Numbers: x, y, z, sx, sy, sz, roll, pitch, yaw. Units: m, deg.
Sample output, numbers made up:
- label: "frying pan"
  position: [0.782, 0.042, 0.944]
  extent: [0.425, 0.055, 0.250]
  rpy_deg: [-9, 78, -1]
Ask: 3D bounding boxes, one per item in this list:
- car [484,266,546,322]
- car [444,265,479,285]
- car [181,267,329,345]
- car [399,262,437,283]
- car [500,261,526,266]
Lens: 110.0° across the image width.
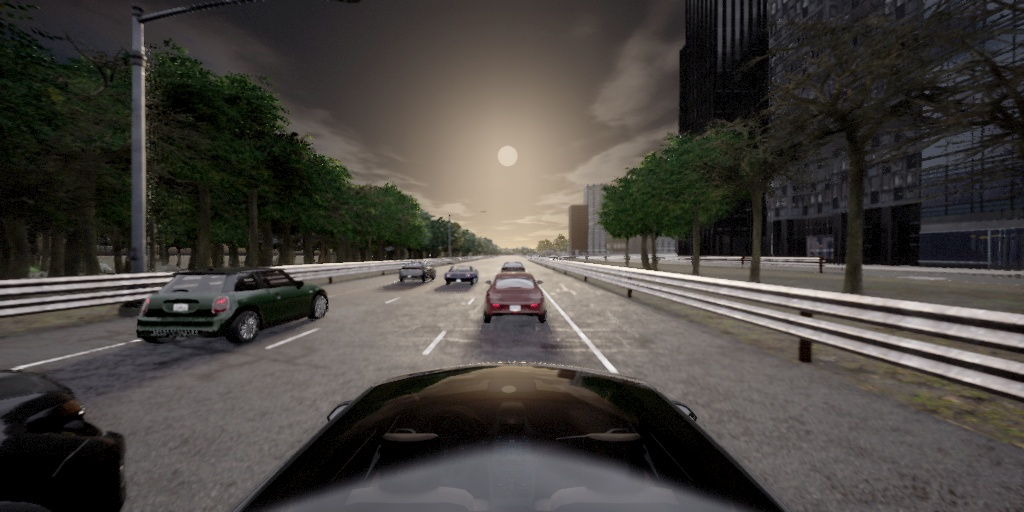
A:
- label: "car"
  position: [0.080, 1.243, 12.031]
  extent: [1.812, 1.442, 4.674]
  rpy_deg: [0, 0, 0]
- label: "car"
  position: [-3.411, 1.272, 25.135]
  extent: [1.895, 1.301, 4.718]
  rpy_deg: [0, 0, 0]
- label: "car"
  position: [-6.906, 1.078, 9.601]
  extent: [2.097, 1.767, 4.553]
  rpy_deg: [0, 0, 0]
- label: "car"
  position: [-6.911, 1.157, 26.617]
  extent: [2.128, 1.511, 4.902]
  rpy_deg: [0, 0, 0]
- label: "car"
  position: [0.087, 1.138, 28.158]
  extent: [1.882, 1.535, 5.008]
  rpy_deg: [0, 0, 0]
